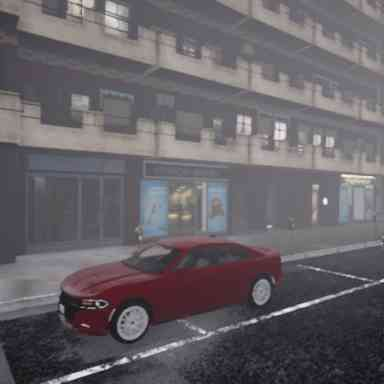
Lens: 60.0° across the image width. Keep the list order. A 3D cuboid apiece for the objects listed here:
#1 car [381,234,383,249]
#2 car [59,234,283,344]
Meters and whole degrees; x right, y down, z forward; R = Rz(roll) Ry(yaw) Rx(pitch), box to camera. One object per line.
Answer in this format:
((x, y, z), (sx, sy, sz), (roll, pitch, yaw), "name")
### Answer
((9.096, 1.633, 13.015), (4.403, 1.369, 2.008), (0, 0, -35), "car")
((-0.167, 1.564, 6.431), (4.507, 1.381, 1.887), (0, 0, -35), "car")
